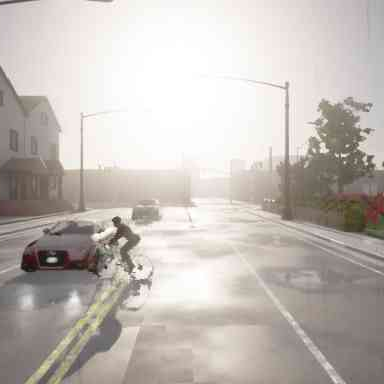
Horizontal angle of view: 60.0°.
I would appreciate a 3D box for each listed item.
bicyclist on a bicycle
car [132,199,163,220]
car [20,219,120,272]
[{"bbox_3d":[-1.763,1.454,8.465,1.656,1.620,0.582,-1,0,14],"label":"bicyclist on a bicycle"},{"bbox_3d":[-3.653,1.351,27.629,2.097,1.767,4.553,0,0,0],"label":"car"},{"bbox_3d":[-3.624,1.563,10.604,1.994,1.385,4.181,0,0,0],"label":"car"}]
